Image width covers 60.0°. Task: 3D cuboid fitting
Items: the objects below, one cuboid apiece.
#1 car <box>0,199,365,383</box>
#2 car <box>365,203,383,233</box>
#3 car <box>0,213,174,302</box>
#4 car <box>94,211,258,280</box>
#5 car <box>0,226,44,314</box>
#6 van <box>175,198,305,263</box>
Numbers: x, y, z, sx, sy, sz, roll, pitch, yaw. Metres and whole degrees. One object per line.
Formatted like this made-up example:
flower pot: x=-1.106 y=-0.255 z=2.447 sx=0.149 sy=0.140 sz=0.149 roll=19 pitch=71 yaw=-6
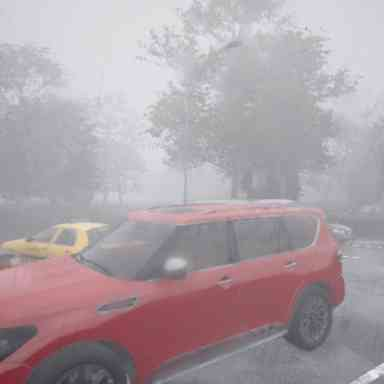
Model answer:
car: x=-0.125 y=1.219 z=4.676 sx=5.566 sy=2.045 sz=2.150 roll=0 pitch=0 yaw=-35
car: x=9.169 y=1.334 z=17.407 sx=4.553 sy=1.767 sz=2.185 roll=-1 pitch=0 yaw=36
car: x=-3.234 y=1.484 z=9.093 sx=5.366 sy=1.575 sz=1.946 roll=-1 pitch=0 yaw=34
car: x=-0.647 y=1.482 z=10.687 sx=5.008 sy=1.535 sz=2.097 roll=-1 pitch=0 yaw=35
car: x=-5.500 y=1.525 z=7.261 sx=4.674 sy=1.452 sz=2.002 roll=-1 pitch=-1 yaw=34
van: x=1.689 y=1.255 z=12.456 sx=4.442 sy=1.987 sz=1.878 roll=-1 pitch=0 yaw=35
